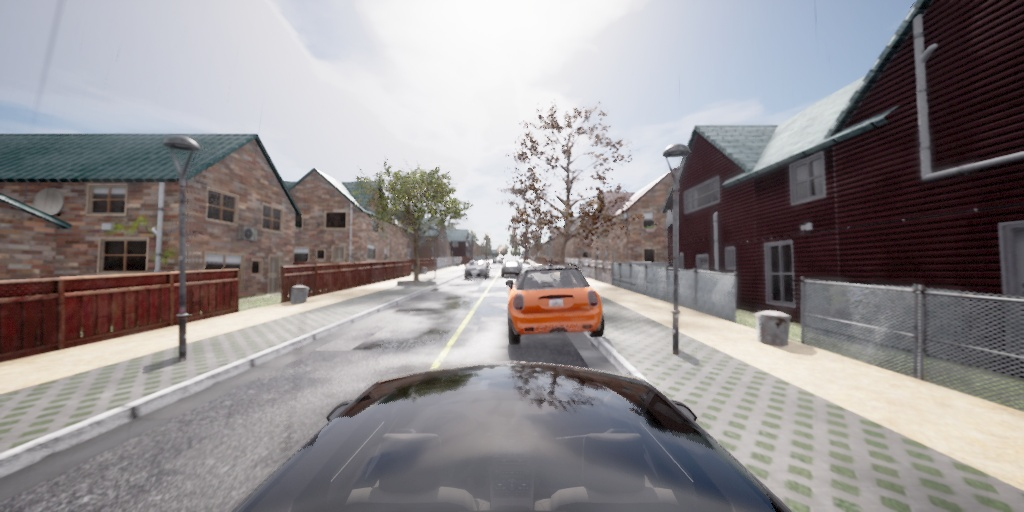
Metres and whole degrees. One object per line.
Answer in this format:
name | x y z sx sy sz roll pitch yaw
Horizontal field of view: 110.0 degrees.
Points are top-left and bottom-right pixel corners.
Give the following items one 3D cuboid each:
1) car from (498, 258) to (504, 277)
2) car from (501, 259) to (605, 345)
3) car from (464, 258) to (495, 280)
car | 0.012 1.178 33.817 1.994 1.385 4.181 0 0 2
car | 0.918 1.017 9.592 2.097 1.767 4.553 -3 -1 0
car | -2.873 1.121 30.036 2.128 1.511 4.902 0 0 0
